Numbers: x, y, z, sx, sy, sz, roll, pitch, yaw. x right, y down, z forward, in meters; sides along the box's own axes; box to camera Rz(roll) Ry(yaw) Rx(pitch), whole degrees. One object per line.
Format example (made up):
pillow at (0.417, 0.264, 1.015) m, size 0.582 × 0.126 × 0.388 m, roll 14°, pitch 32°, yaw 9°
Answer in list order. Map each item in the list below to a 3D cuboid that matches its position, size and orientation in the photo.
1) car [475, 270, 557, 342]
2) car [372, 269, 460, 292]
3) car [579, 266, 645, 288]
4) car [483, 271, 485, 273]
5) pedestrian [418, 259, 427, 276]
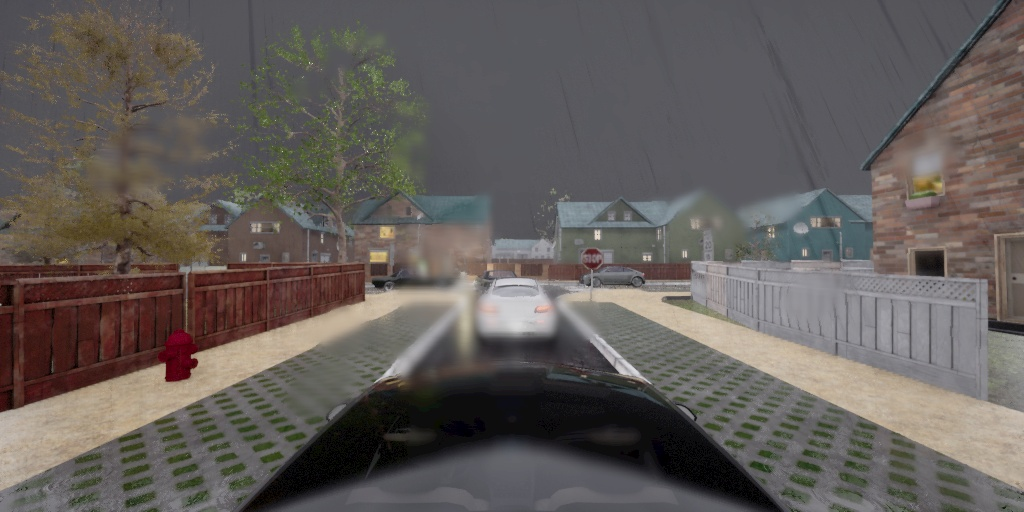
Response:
car at (0.107, 1.279, 9.670) m, size 1.812 × 1.442 × 4.674 m, roll 0°, pitch 0°, yaw 0°
car at (-5.472, 1.416, 20.876) m, size 4.718 × 1.301 × 1.895 m, roll -1°, pitch -1°, yaw 1°
car at (6.551, 1.344, 23.660) m, size 4.181 × 1.385 × 1.994 m, roll 0°, pitch -1°, yaw 1°
car at (-0.747, 1.366, 18.489) m, size 1.895 × 1.301 × 4.718 m, roll 0°, pitch -1°, yaw -12°
pedestrian at (-6.687, 1.119, 26.762) m, size 0.375 × 1.860 × 0.375 m, roll 0°, pitch -1°, yaw 1°
